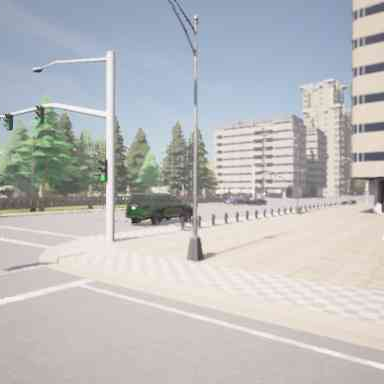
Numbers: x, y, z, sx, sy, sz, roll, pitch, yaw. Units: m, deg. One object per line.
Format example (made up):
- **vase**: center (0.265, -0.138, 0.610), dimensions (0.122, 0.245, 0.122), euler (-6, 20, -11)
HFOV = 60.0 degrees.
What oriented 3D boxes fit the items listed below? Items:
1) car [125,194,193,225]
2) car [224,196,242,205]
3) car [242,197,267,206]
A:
- **car**: center (-2.199, 1.129, 23.513), dimensions (2.150, 2.045, 5.566), euler (0, 0, 36)
- **car**: center (7.050, 1.410, 54.547), dimensions (1.812, 1.442, 4.674), euler (0, 0, 36)
- **car**: center (10.234, 1.501, 52.975), dimensions (1.895, 1.301, 4.718), euler (0, 0, 36)
